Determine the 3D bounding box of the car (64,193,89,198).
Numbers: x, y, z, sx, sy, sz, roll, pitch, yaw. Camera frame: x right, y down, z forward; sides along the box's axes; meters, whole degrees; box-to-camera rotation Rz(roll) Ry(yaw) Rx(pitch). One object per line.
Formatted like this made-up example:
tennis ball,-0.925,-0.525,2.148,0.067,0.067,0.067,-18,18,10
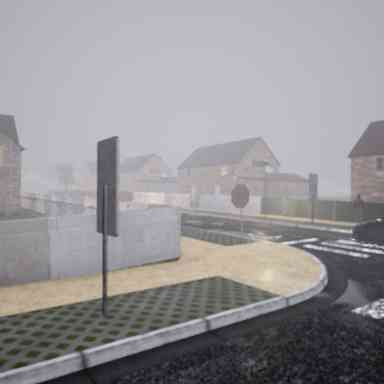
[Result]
car,-16.503,0.779,48.082,1.895,1.301,4.718,0,1,-36

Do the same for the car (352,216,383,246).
car,8.006,1.479,12.451,1.994,1.385,4.181,1,1,-9

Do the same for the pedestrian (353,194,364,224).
pedestrian,8.863,1.004,17.741,0.375,1.860,0.375,2,-1,-36

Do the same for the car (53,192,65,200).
car,-22.345,0.610,56.209,1.994,1.385,4.181,0,0,-36
